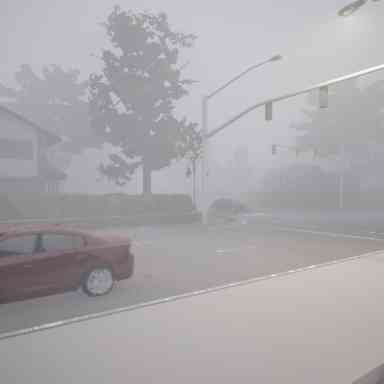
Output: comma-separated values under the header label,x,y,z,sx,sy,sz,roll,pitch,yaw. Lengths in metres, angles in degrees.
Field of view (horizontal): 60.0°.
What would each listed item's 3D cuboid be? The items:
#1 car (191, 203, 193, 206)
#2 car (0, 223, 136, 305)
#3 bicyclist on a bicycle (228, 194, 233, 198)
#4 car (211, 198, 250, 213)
label,x,y,z,sx,sy,sz,roll,pitch,yaw
car,-1.823,1.241,43.779,2.097,1.767,4.553,0,0,-36
car,-3.651,1.460,6.933,5.008,1.535,1.882,0,0,-36
bicyclist on a bicycle,5.860,1.176,51.028,1.656,1.620,0.582,0,0,-36
car,4.081,1.416,35.739,1.837,1.490,4.892,0,0,-36
